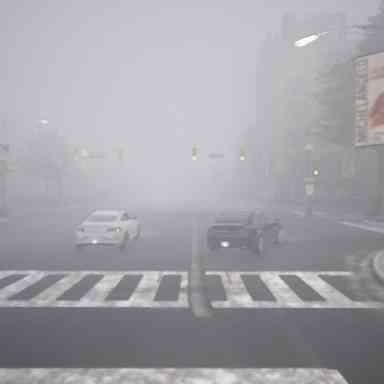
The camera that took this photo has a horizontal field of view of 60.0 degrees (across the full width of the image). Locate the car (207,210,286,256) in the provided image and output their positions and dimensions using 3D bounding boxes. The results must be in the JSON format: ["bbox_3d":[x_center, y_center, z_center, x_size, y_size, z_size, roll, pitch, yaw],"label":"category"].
[{"bbox_3d":[2.250,1.455,13.116,1.837,1.490,4.892,-2,-1,29],"label":"car"}]

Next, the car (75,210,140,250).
[{"bbox_3d":[-3.378,1.472,13.879,1.812,1.442,4.674,0,0,0],"label":"car"}]
